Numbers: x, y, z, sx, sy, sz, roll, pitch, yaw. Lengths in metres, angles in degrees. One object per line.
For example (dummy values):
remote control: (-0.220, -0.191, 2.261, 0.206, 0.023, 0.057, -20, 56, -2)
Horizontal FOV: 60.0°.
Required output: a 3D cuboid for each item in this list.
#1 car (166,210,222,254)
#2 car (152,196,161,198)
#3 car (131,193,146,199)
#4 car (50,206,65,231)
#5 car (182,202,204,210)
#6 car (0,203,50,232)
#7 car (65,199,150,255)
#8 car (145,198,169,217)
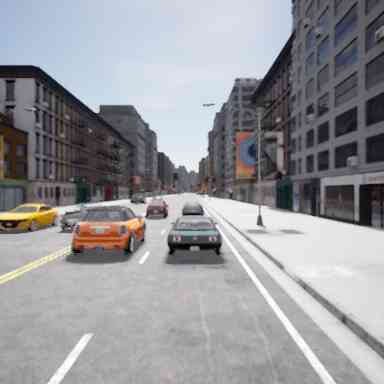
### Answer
car: (0.097, 1.603, 13.369, 1.895, 1.301, 4.718, 0, 0, 0)
car: (-6.542, 1.540, 61.255, 2.128, 1.511, 4.902, 0, 0, 1)
car: (-9.787, 1.266, 61.206, 2.150, 2.045, 5.566, 0, 0, 1)
car: (-6.601, 1.497, 20.770, 2.128, 1.511, 4.902, 0, 0, 0)
car: (0.094, 1.575, 30.660, 1.994, 1.385, 4.181, 0, 0, 0)
car: (-9.852, 1.483, 20.421, 1.882, 1.535, 5.008, 0, 0, 0)
car: (-3.154, 1.354, 13.532, 2.097, 1.767, 4.553, 0, 0, 0)
car: (-3.155, 1.537, 31.108, 1.812, 1.442, 4.674, 0, 0, 0)
